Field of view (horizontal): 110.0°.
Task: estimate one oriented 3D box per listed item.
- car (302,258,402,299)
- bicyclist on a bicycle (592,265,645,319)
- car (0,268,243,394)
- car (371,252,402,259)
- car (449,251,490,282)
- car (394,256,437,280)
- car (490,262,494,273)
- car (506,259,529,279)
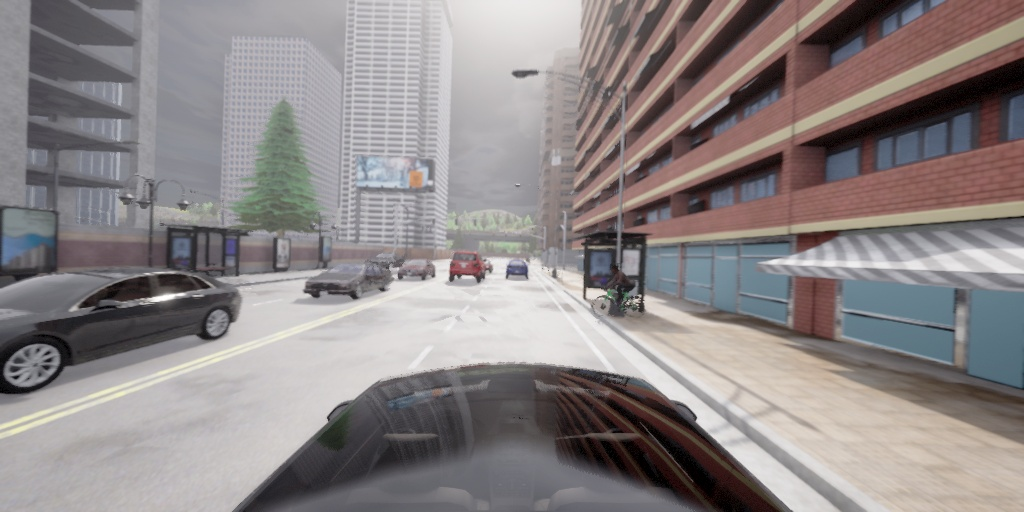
[{"bbox_3d":[-6.928,0.983,15.948,2.033,1.411,5.357,2,0,1],"label":"car"},{"bbox_3d":[3.286,1.115,11.013,1.656,1.620,0.582,2,0,1],"label":"bicyclist on a bicycle"},{"bbox_3d":[-7.044,0.987,6.120,1.837,1.490,4.892,2,0,1],"label":"car"},{"bbox_3d":[-10.159,0.387,29.168,1.882,1.535,5.008,2,0,1],"label":"car"},{"bbox_3d":[-3.106,0.734,25.887,2.150,2.045,5.566,2,0,1],"label":"car"},{"bbox_3d":[-6.800,0.913,26.238,1.812,1.442,4.674,2,0,1],"label":"car"},{"bbox_3d":[-2.976,1.060,37.879,1.895,1.301,4.718,2,0,1],"label":"car"},{"bbox_3d":[0.448,1.088,31.414,1.882,1.535,5.008,2,0,1],"label":"car"}]
